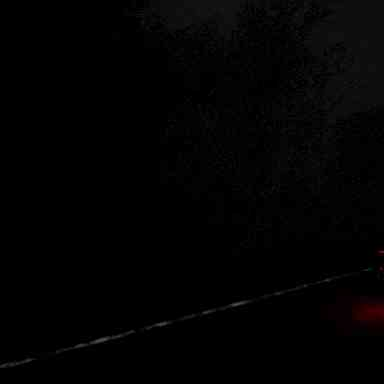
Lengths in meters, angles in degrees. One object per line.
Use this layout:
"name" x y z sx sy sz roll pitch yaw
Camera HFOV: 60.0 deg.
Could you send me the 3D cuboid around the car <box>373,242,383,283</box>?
"car" 6.396 1.506 8.309 4.892 1.490 1.837 0 0 -35
